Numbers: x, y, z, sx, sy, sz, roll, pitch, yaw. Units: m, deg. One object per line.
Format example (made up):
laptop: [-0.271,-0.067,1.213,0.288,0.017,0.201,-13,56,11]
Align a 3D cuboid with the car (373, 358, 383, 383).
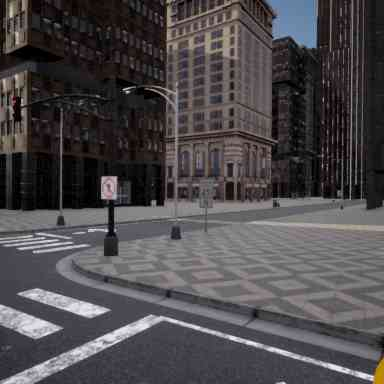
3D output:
car: [3.469,1.478,1.219,5.008,1.535,1.882,0,0,35]
